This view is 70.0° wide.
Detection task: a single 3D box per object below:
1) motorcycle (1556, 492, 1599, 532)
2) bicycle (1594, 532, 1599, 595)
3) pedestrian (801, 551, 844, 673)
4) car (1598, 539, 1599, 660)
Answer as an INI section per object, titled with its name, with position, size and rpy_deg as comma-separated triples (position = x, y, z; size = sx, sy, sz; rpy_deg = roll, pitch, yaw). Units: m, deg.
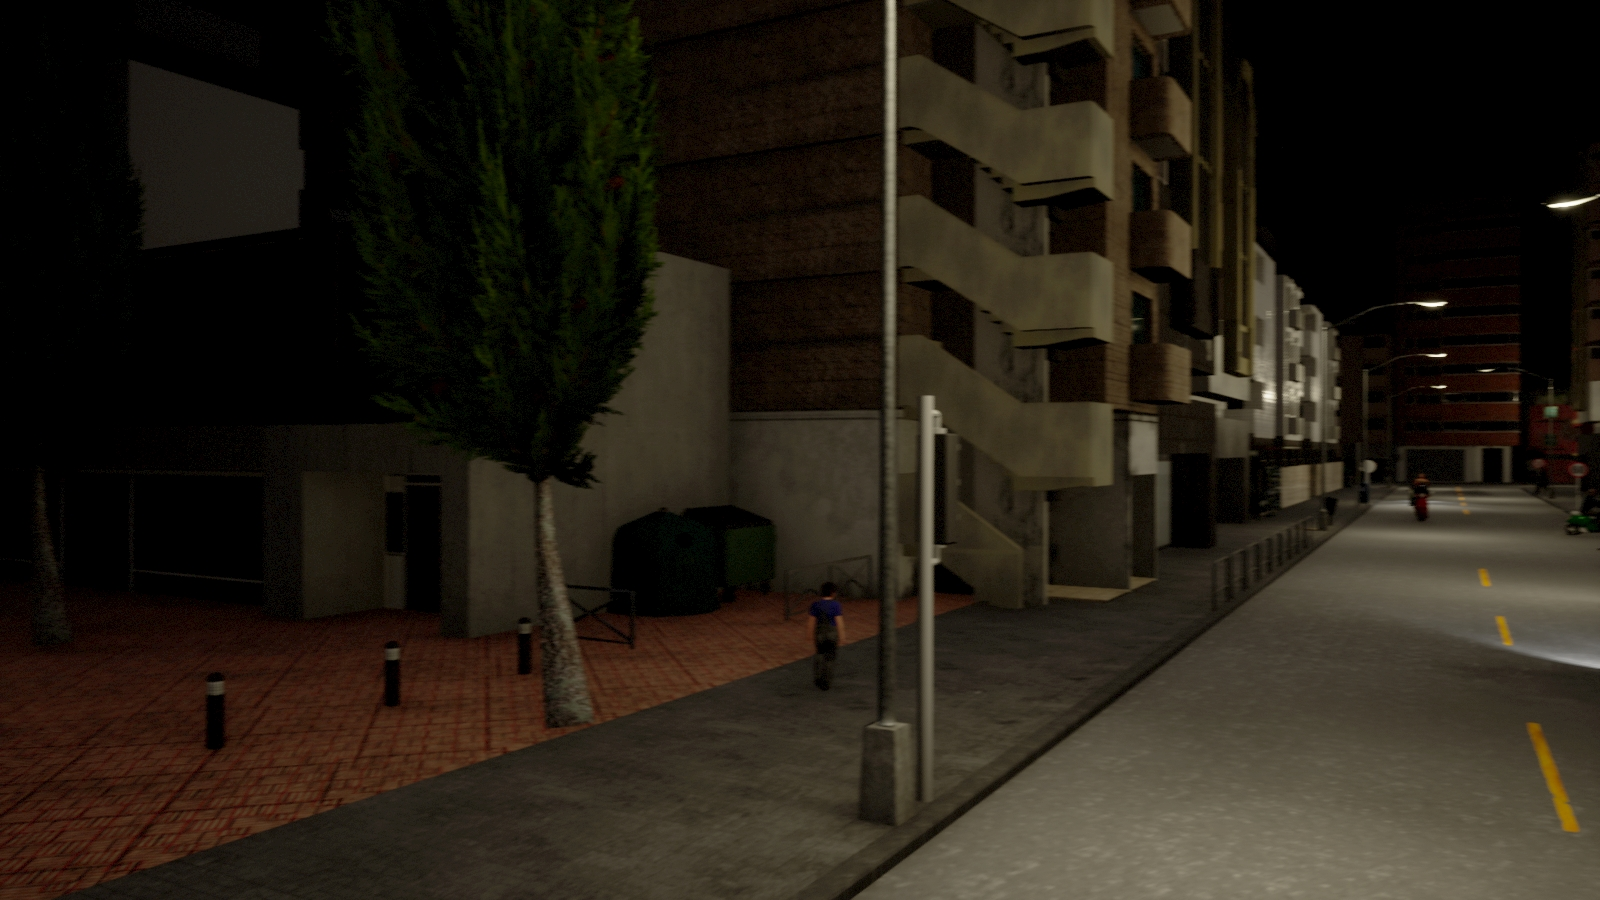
[motorcycle]
position = 25.823, 2.028, 37.176
size = 0.856, 1.236, 1.805
rpy_deg = 5, -2, -31
[bicycle]
position = 14.851, 2.074, 20.484
size = 0.859, 1.080, 1.487
rpy_deg = 0, 0, 29
[pedestrian]
position = 0.255, 1.804, 12.799
size = 0.375, 1.300, 0.375
rpy_deg = 0, 0, 21
[car]
position = 9.818, 1.868, 11.817
size = 2.163, 1.488, 4.792
rpy_deg = 0, 0, 30
